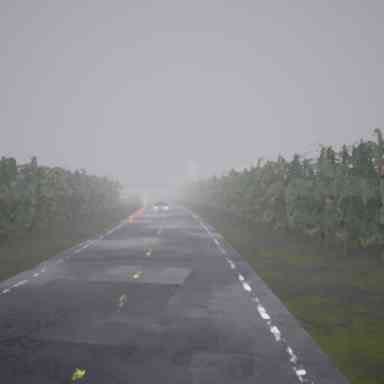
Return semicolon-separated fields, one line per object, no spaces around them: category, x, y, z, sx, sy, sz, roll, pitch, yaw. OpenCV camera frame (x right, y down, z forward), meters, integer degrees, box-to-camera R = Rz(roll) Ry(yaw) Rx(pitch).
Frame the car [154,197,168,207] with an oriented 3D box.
car;-4.807;1.460;51.689;1.882;1.535;5.008;0;0;-7

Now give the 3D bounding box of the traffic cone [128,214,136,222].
traffic cone;-4.634;1.949;25.175;0.340;0.580;0.340;0;0;-3

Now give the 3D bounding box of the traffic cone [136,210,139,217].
traffic cone;-4.965;1.947;30.136;0.340;0.580;0.340;0;0;-4

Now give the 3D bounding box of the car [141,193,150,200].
car;-13.372;1.228;94.222;2.150;2.045;5.566;0;0;-13

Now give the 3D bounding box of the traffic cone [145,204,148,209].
traffic cone;-5.798;1.942;40.044;0.340;0.580;0.340;0;0;-5
